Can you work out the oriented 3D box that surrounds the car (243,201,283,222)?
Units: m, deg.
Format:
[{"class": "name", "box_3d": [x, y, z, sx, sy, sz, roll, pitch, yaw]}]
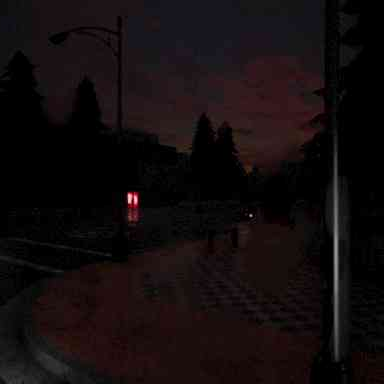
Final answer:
[{"class": "car", "box_3d": [5.821, 1.516, 26.954, 1.837, 1.490, 4.892, 0, 0, 35]}]

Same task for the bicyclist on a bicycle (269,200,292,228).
[{"class": "bicyclist on a bicycle", "box_3d": [5.357, 1.314, 19.677, 1.656, 1.620, 0.582, 0, 0, 35]}]
